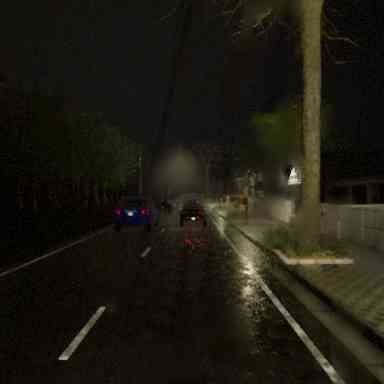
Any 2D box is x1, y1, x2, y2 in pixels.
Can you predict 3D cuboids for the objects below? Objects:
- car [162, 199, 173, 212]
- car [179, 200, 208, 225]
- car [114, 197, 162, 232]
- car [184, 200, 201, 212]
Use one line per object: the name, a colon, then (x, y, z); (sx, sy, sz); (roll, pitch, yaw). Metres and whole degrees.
car: (-3.398, 1.636, 40.888); (2.128, 1.511, 4.902); (0, 0, 0)
car: (0.102, 1.599, 24.862); (1.837, 1.490, 4.892); (0, -1, 0)
car: (-3.397, 1.307, 21.061); (2.150, 2.045, 5.566); (0, 0, 0)
car: (0.104, 1.711, 41.501); (1.994, 1.385, 4.181); (0, 0, 0)
